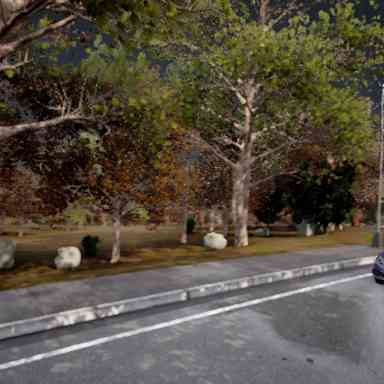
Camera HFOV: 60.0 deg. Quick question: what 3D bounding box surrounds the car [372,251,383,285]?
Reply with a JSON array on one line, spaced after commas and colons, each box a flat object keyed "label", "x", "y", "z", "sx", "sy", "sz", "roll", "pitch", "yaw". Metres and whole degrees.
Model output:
[{"label": "car", "x": 6.673, "y": 1.724, "z": 8.878, "sx": 4.674, "sy": 1.442, "sz": 1.812, "roll": 2, "pitch": -1, "yaw": -37}]
